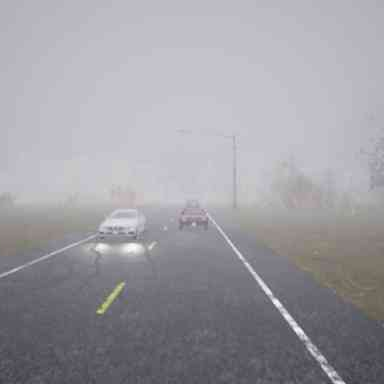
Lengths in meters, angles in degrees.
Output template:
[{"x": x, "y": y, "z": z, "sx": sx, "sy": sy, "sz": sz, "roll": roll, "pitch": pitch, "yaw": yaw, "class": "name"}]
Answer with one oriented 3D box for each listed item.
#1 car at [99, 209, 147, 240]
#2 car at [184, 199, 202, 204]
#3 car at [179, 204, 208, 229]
[{"x": -3.561, "y": 1.638, "z": 17.856, "sx": 1.812, "sy": 1.442, "sz": 4.674, "roll": 0, "pitch": -1, "yaw": 0, "class": "car"}, {"x": 0.120, "y": 1.614, "z": 41.518, "sx": 2.097, "sy": 1.767, "sz": 4.553, "roll": 0, "pitch": 0, "yaw": 0, "class": "car"}, {"x": 0.111, "y": 1.746, "z": 23.073, "sx": 1.895, "sy": 1.301, "sz": 4.718, "roll": 0, "pitch": 0, "yaw": 0, "class": "car"}]
